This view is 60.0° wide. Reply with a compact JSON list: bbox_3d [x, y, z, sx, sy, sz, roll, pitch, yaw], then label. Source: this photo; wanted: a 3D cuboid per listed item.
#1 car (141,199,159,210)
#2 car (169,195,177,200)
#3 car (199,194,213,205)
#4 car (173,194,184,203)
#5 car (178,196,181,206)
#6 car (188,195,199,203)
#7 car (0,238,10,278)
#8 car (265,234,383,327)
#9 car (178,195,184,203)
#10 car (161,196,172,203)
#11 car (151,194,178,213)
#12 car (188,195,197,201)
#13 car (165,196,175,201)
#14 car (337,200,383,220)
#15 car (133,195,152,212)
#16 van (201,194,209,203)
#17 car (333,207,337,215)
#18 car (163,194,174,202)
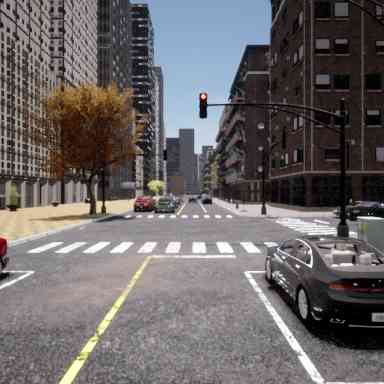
[{"bbox_3d":[-5.584,1.592,44.854,1.947,1.339,4.313,0,0,0],"label":"car"},{"bbox_3d":[-5.464,1.653,94.560,2.008,1.369,4.403,0,0,0],"label":"car"},{"bbox_3d":[2.837,1.610,61.402,1.947,1.339,4.313,0,0,0],"label":"car"},{"bbox_3d":[-2.827,1.401,71.408,2.097,1.767,4.553,0,0,0],"label":"car"},{"bbox_3d":[-2.984,1.629,47.109,1.895,1.301,4.718,0,0,0],"label":"car"},{"bbox_3d":[0.165,1.546,68.638,2.128,1.511,4.902,0,0,0],"label":"car"},{"bbox_3d":[-5.675,1.545,6.943,1.887,1.381,4.507,0,0,0],"label":"car"},{"bbox_3d":[2.705,1.551,6.923,2.008,1.369,4.403,0,0,0],"label":"car"},{"bbox_3d":[-2.947,1.530,57.396,2.128,1.511,4.902,0,0,0],"label":"car"},{"bbox_3d":[-5.517,1.626,72.469,1.947,1.339,4.313,0,0,0],"label":"car"},{"bbox_3d":[-2.983,1.371,37.013,2.097,1.767,4.553,0,0,-1],"label":"car"},{"bbox_3d":[0.191,1.462,79.061,2.033,1.411,5.357,0,0,0],"label":"car"},{"bbox_3d":[-5.491,1.631,83.514,2.008,1.369,4.403,0,0,0],"label":"car"},{"bbox_3d":[13.076,1.369,23.673,4.181,1.385,1.994,-1,0,-2],"label":"car"},{"bbox_3d":[-5.598,1.336,39.331,2.192,1.841,5.009,0,0,0],"label":"car"},{"bbox_3d":[2.863,1.401,72.448,1.690,1.788,3.998,0,0,0],"label":"van"},{"bbox_3d":[13.489,1.350,26.302,4.403,1.369,2.008,-1,1,0],"label":"car"},{"bbox_3d":[-5.504,1.385,77.991,2.192,1.841,5.009,0,0,0],"label":"car"}]
